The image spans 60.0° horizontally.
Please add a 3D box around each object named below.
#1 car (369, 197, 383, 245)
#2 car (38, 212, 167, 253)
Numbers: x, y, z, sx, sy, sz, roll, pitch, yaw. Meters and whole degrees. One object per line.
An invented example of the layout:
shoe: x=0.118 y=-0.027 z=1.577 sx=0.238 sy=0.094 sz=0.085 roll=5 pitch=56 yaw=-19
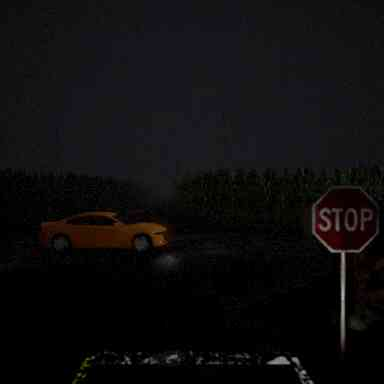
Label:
car: x=9.199 y=1.230 z=13.424 sx=5.566 sy=2.045 sz=2.150 roll=0 pitch=0 yaw=0
car: x=-3.516 y=1.556 z=13.440 sx=5.008 sy=1.535 sz=1.882 roll=0 pitch=0 yaw=0
